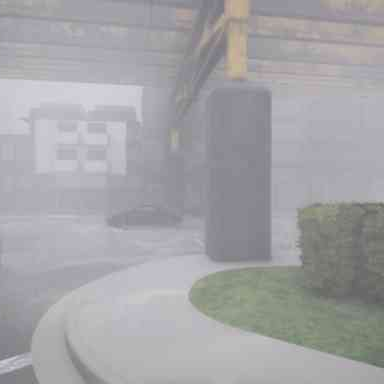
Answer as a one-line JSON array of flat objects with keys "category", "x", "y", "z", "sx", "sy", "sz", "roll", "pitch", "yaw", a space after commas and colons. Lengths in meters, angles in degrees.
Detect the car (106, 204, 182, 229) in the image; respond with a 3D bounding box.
[{"category": "car", "x": -2.935, "y": 1.454, "z": 20.643, "sx": 4.674, "sy": 1.442, "sz": 1.812, "roll": 0, "pitch": 0, "yaw": -9}]
